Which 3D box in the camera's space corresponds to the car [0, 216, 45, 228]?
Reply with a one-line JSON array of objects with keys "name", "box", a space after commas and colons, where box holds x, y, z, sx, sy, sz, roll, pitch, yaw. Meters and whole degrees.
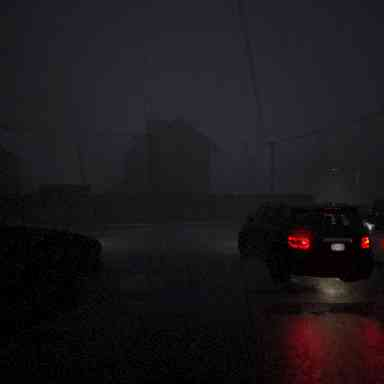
[{"name": "car", "box": [-8.743, 1.560, 13.754, 5.008, 1.535, 1.882, 1, -1, -18]}]

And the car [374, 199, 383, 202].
[{"name": "car", "box": [13.814, 1.434, 20.541, 5.566, 2.045, 2.150, 0, 0, -9]}]

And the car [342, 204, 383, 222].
[{"name": "car", "box": [15.772, 1.865, 30.482, 1.994, 1.385, 4.181, 0, 0, -2]}]

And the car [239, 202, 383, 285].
[{"name": "car", "box": [2.997, 1.315, 9.996, 2.150, 2.045, 5.566, 0, 0, -5]}]
